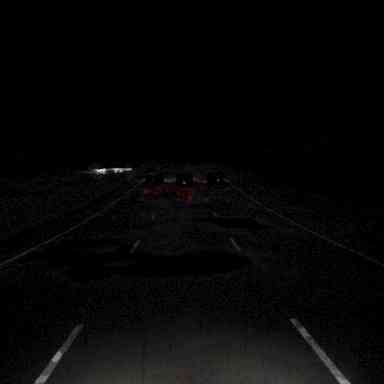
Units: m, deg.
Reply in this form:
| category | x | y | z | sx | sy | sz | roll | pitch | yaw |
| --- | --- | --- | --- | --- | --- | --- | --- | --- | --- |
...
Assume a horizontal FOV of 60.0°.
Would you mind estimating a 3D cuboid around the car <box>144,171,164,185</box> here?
| category | x | y | z | sx | sy | sz | roll | pitch | yaw |
| --- | --- | --- | --- | --- | --- | --- | --- | --- | --- |
| car | -4.376 | -1.743 | 39.104 | 1.812 | 1.442 | 4.674 | -1 | 8 | -1 |

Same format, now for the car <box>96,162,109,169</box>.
| category | x | y | z | sx | sy | sz | roll | pitch | yaw |
| --- | --- | --- | --- | --- | --- | --- | --- | --- | --- |
| car | -19.229 | -5.786 | 71.706 | 2.128 | 1.511 | 4.902 | -1 | 7 | -1 |

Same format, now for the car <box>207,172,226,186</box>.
| category | x | y | z | sx | sy | sz | roll | pitch | yaw |
| --- | --- | --- | --- | --- | --- | --- | --- | --- | --- |
| car | 2.662 | -1.499 | 36.598 | 2.033 | 1.411 | 5.357 | -1 | 7 | -1 |

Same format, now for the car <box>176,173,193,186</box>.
| category | x | y | z | sx | sy | sz | roll | pitch | yaw |
| --- | --- | --- | --- | --- | --- | --- | --- | --- | --- |
| car | -0.852 | -1.541 | 37.731 | 1.895 | 1.301 | 4.718 | -1 | 7 | -1 |

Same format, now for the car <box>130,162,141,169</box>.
| category | x | y | z | sx | sy | sz | roll | pitch | yaw |
| --- | --- | --- | --- | --- | --- | --- | --- | --- | --- |
| car | -12.227 | -5.808 | 71.707 | 1.895 | 1.301 | 4.718 | -1 | 7 | -1 |

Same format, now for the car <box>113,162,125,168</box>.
| category | x | y | z | sx | sy | sz | roll | pitch | yaw |
| --- | --- | --- | --- | --- | --- | --- | --- | --- | --- |
| car | -15.734 | -5.851 | 71.924 | 1.994 | 1.385 | 4.181 | -1 | 7 | -1 |
